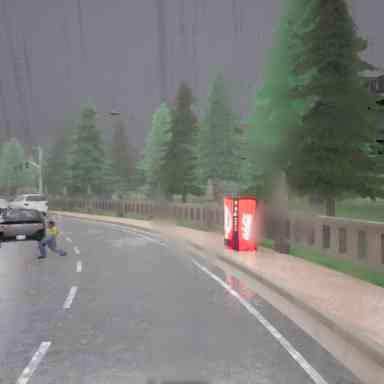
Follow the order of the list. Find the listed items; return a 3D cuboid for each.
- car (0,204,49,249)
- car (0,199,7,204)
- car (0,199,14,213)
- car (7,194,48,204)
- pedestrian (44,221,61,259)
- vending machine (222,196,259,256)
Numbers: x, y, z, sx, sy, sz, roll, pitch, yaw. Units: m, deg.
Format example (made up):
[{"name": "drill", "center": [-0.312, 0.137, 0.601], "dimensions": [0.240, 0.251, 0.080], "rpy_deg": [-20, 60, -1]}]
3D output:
[{"name": "car", "center": [-7.515, 1.486, 14.651], "dimensions": [2.128, 1.511, 4.902], "rpy_deg": [0, 0, -27]}, {"name": "car", "center": [-16.442, 1.501, 26.370], "dimensions": [1.837, 1.490, 4.892], "rpy_deg": [0, -1, -41]}, {"name": "car", "center": [-21.674, 1.526, 37.409], "dimensions": [1.812, 1.442, 4.674], "rpy_deg": [0, 0, -42]}, {"name": "car", "center": [-14.737, 1.219, 29.865], "dimensions": [2.150, 2.045, 5.566], "rpy_deg": [0, 0, -42]}, {"name": "pedestrian", "center": [-4.780, 1.294, 11.419], "dimensions": [0.375, 1.860, 0.375], "rpy_deg": [0, 0, -21]}, {"name": "vending machine", "center": [1.783, 1.195, 12.299], "dimensions": [1.100, 2.100, 0.880], "rpy_deg": [0, 0, -19]}]
